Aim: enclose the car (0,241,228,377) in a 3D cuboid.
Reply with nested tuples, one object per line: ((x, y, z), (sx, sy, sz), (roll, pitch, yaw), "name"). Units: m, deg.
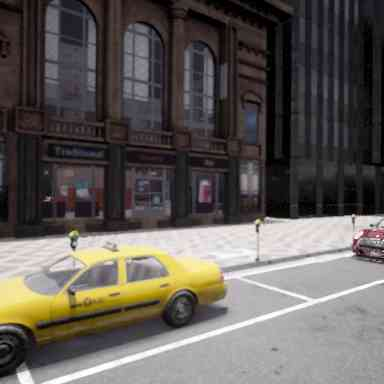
((-1.598, 1.540, 5.507), (4.829, 1.417, 1.752), (1, 0, -36), "car")

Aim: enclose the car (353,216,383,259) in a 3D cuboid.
((7.654, 1.541, 12.123), (4.097, 1.590, 1.967), (1, 0, -36), "car")
